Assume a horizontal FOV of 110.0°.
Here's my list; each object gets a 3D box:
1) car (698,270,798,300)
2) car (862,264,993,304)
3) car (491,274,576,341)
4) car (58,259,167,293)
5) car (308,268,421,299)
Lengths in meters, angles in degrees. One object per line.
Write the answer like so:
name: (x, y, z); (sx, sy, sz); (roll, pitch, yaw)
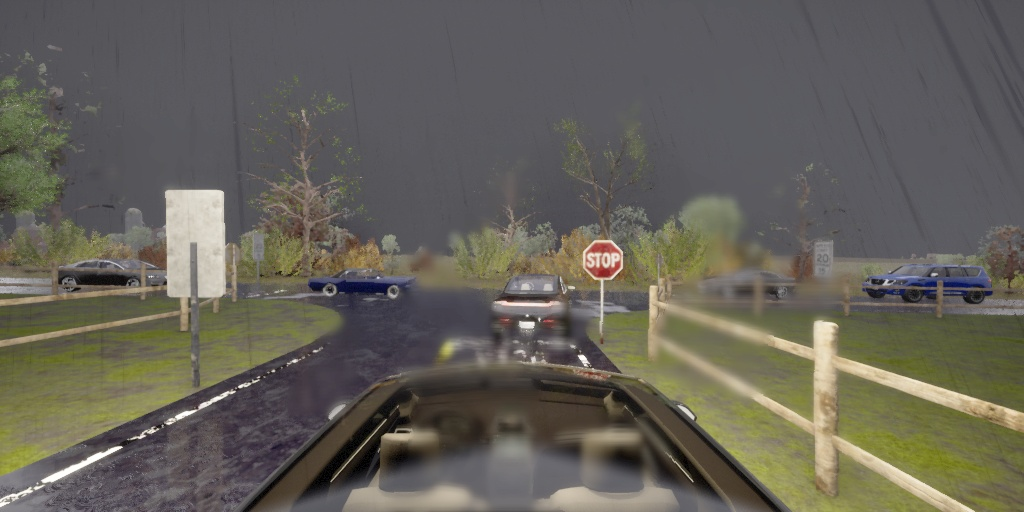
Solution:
car: (13.012, 1.526, 19.888); (4.902, 1.511, 2.128); (1, 1, 0)
car: (22.907, 1.467, 19.873); (5.566, 2.045, 2.150); (1, 1, 0)
car: (0.710, 1.240, 9.934); (2.128, 1.511, 4.902); (0, 0, 9)
car: (-18.483, 0.886, 16.990); (4.902, 1.511, 2.128); (1, 1, 0)
car: (-6.815, 1.249, 16.969); (4.718, 1.301, 1.895); (1, 1, 0)
